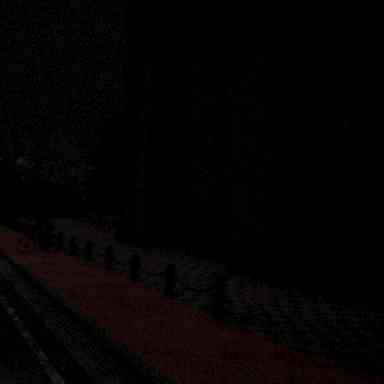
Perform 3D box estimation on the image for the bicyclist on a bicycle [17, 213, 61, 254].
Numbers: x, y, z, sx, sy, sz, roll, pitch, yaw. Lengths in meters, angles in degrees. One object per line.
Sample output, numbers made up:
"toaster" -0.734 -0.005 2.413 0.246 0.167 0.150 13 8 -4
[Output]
"bicyclist on a bicycle" -6.057 1.667 13.295 1.656 1.620 0.582 4 -3 -37
